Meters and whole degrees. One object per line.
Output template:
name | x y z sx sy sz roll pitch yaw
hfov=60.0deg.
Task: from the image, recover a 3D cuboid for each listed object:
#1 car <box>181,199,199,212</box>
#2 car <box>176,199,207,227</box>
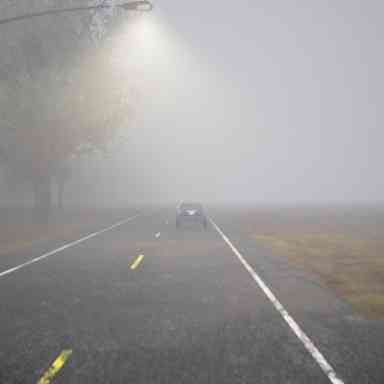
car | -0.292 1.666 41.631 2.128 1.511 4.902 0 0 -1
car | -0.054 1.447 23.984 2.097 1.767 4.553 0 0 -1
